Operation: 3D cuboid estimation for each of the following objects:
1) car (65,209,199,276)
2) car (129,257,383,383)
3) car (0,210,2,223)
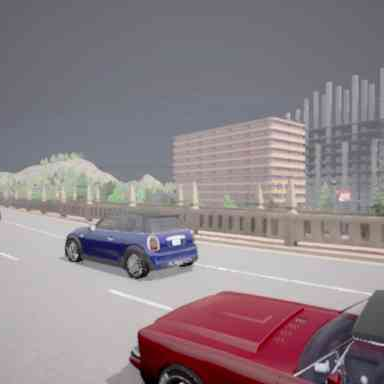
[{"bbox_3d":[-2.036,1.377,10.386,4.553,1.767,2.097,0,0,41],"label":"car"},{"bbox_3d":[1.675,1.617,2.883,4.718,1.301,1.895,0,0,36],"label":"car"},{"bbox_3d":[-15.328,1.508,24.290,2.128,1.511,4.902,0,0,-41],"label":"car"}]
